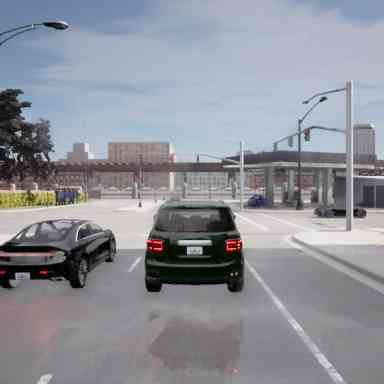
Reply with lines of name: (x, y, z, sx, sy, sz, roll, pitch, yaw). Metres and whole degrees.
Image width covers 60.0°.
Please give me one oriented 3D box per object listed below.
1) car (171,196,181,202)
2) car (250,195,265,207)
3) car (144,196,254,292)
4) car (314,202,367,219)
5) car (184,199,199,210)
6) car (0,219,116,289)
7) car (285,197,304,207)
car: (-3.629, 1.595, 74.532, 1.994, 1.385, 4.181, 0, 0, 0)
car: (9.624, 1.323, 49.291, 2.242, 1.667, 4.611, 0, 0, 0)
car: (0.069, 1.227, 9.102, 2.150, 2.045, 5.566, 0, 0, 0)
car: (12.941, 1.580, 29.149, 4.181, 1.385, 1.994, 0, 0, -1)
car: (-0.043, 1.626, 45.496, 1.895, 1.301, 4.718, 0, 0, 1)
car: (-3.436, 1.497, 9.184, 2.128, 1.511, 4.902, 0, 0, 0)
car: (15.368, 1.484, 50.063, 1.970, 1.475, 3.806, 0, 0, 0)
